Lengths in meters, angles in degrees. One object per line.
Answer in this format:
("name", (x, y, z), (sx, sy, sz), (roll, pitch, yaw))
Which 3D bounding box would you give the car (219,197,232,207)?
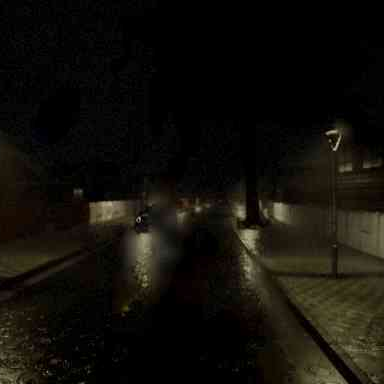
("car", (7.010, 2.065, 70.375), (2.150, 2.045, 5.566), (0, -1, 8))

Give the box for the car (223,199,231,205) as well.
("car", (8.540, 2.408, 80.650), (1.882, 1.535, 5.008), (0, -1, 8))

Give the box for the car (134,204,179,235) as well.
("car", (-2.066, 1.564, 20.407), (2.097, 1.767, 4.553), (0, -1, 4))
